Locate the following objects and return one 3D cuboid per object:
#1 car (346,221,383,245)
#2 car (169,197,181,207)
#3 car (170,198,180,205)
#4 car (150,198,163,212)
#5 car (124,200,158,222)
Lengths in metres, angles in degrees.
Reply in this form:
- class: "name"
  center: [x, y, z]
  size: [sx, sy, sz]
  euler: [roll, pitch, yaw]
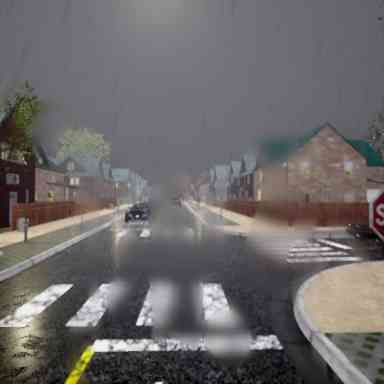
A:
- class: "car"
  center: [9.299, 1.532, 14.464]
  size: [4.718, 1.301, 1.895]
  euler: [0, -1, -6]
- class: "car"
  center: [-2.777, 1.644, 54.930]
  size: [1.837, 1.490, 4.892]
  euler: [0, 0, -3]
- class: "car"
  center: [-3.360, 1.812, 65.360]
  size: [1.895, 1.301, 4.718]
  euler: [0, 0, -3]
- class: "car"
  center: [-4.526, 1.582, 35.285]
  size: [2.033, 1.411, 5.357]
  euler: [0, 0, -3]
- class: "car"
  center: [-3.993, 1.569, 25.917]
  size: [1.994, 1.385, 4.181]
  euler: [0, 0, -2]
